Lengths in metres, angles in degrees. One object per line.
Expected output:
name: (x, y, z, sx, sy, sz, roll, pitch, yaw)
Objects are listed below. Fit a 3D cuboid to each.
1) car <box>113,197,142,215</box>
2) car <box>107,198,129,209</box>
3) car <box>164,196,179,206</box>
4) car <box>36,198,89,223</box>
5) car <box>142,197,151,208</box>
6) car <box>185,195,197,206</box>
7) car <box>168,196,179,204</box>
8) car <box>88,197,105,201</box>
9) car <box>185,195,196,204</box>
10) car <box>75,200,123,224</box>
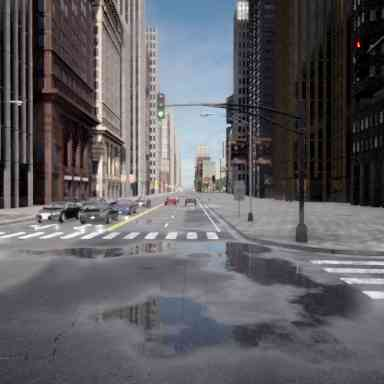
car: (-6.723, 1.510, 33.596, 2.033, 1.411, 5.357, 0, 0, 0)
car: (-10.019, 1.541, 45.610, 1.895, 1.301, 4.718, 0, 0, 1)
car: (-3.464, 1.453, 54.294, 1.812, 1.442, 4.674, 0, 0, 0)
car: (-9.890, 1.465, 25.104, 2.128, 1.511, 4.902, 0, 0, 3)
car: (-6.766, 1.433, 45.928, 2.128, 1.511, 4.902, 0, 0, 0)
car: (-0.212, 1.434, 53.924, 1.837, 1.490, 4.892, 0, 0, 0)
car: (-3.502, 1.507, 64.360, 1.895, 1.301, 4.718, 0, 0, 0)
car: (-9.978, 1.312, 33.979, 2.097, 1.767, 4.553, 0, 0, 0)
car: (-0.252, 1.399, 64.342, 2.128, 1.511, 4.902, 0, 0, 0)
car: (-6.681, 1.540, 24.355, 1.994, 1.385, 4.181, 0, 0, 0)
